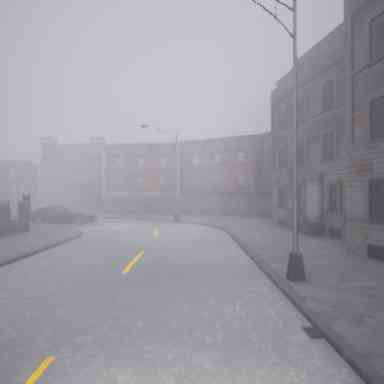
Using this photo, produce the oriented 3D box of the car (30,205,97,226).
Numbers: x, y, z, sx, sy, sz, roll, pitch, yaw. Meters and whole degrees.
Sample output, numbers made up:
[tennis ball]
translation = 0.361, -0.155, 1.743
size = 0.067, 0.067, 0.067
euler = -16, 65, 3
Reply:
[car]
translation = -9.643, 1.724, 25.006
size = 5.008, 1.535, 1.882
euler = 0, -1, 7
